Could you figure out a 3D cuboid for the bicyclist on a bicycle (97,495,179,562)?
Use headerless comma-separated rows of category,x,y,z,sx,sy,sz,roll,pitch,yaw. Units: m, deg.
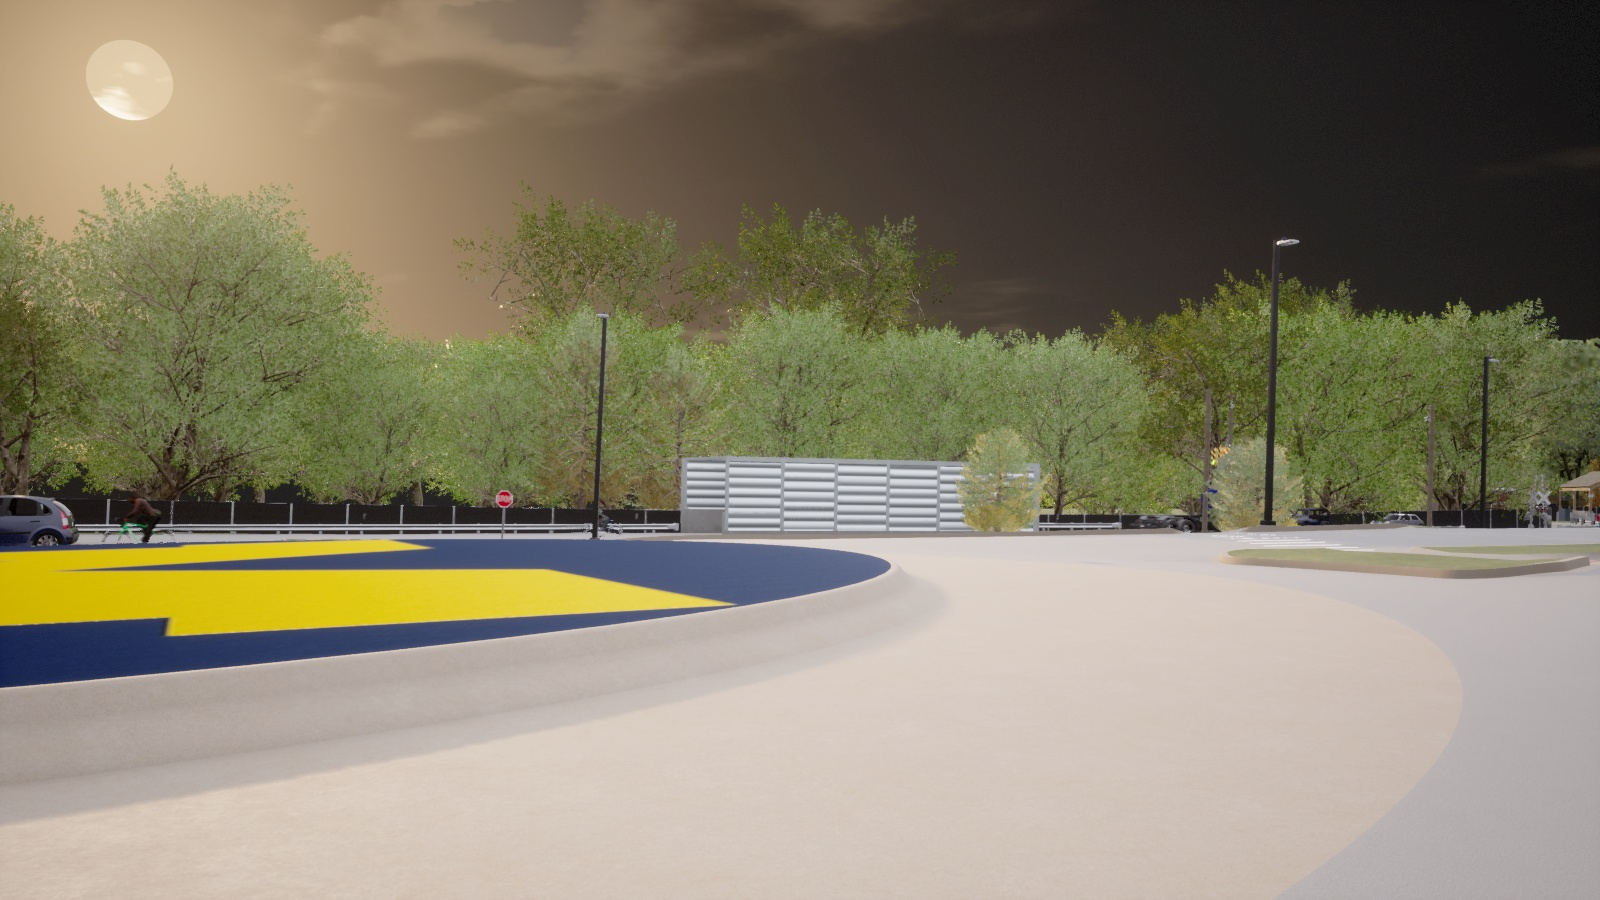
bicyclist on a bicycle,-16.307,1.934,30.965,1.656,1.620,0.582,0,-6,-16

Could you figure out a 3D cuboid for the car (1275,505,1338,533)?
car,35.732,4.847,88.594,3.866,1.878,1.905,1,-1,-21

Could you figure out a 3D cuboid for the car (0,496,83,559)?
car,-21.731,2.070,33.840,3.988,1.617,1.851,2,-1,-24

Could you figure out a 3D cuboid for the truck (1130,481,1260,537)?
truck,25.499,3.788,81.086,7.936,3.462,2.891,1,-1,-21
